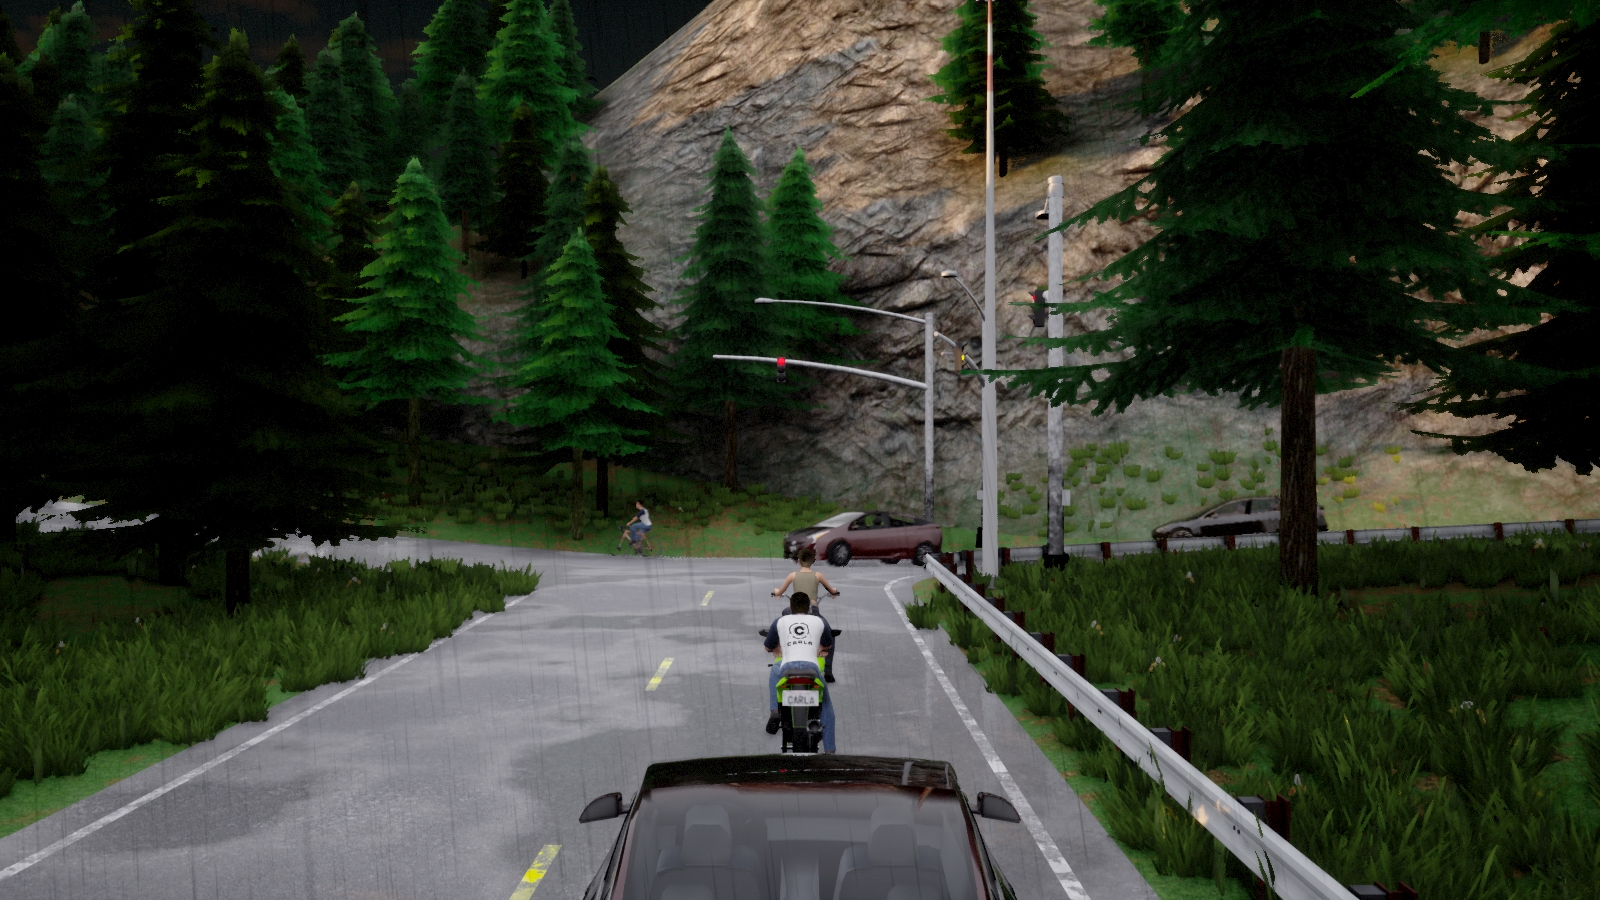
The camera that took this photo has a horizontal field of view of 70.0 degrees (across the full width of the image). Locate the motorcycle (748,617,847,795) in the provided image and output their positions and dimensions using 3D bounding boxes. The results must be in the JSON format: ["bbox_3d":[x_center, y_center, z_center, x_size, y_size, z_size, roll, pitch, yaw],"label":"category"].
[{"bbox_3d":[-0.020,2.213,10.238,0.803,1.145,2.033,0,0,0],"label":"motorcycle"}]

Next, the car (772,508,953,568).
[{"bbox_3d":[1.721,2.396,30.890,4.514,1.525,2.007,4,-5,-32],"label":"car"}]

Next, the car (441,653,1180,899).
[{"bbox_3d":[0.029,2.063,5.012,2.163,1.488,4.792,0,0,0],"label":"car"}]

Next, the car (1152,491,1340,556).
[{"bbox_3d":[12.775,2.118,33.115,4.792,1.488,2.163,-5,-2,16],"label":"car"}]

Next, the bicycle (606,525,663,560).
[{"bbox_3d":[-5.077,2.829,35.016,1.643,1.024,0.373,2,-3,-1],"label":"bicycle"}]
